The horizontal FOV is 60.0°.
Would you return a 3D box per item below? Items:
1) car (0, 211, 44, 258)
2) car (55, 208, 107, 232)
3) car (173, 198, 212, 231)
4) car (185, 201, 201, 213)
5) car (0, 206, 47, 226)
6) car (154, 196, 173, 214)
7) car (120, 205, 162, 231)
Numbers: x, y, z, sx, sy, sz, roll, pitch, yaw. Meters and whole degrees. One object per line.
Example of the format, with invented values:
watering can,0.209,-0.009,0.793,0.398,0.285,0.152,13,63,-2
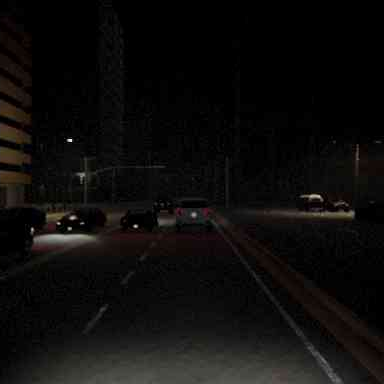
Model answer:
car,-7.080,1.599,11.129,1.837,1.490,4.892,0,0,0
car,-7.005,1.731,21.737,2.033,1.411,5.357,0,0,0
car,0.107,1.408,21.975,2.150,2.045,5.566,0,-1,0
car,0.099,1.924,42.626,1.994,1.385,4.181,0,0,0
car,-10.523,1.645,19.849,1.882,1.535,5.008,0,0,1
car,-3.405,1.564,40.690,2.150,2.045,5.566,0,-1,0
car,-3.393,1.789,22.286,1.895,1.301,4.718,0,0,0
